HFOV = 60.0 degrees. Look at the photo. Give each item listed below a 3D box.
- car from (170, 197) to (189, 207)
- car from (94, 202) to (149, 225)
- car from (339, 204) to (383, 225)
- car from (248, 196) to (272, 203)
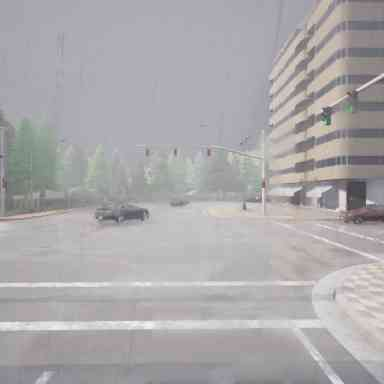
[{"bbox_3d":[-1.834,1.491,51.339,2.128,1.511,4.902,0,0,17],"label":"car"},{"bbox_3d":[-5.120,1.521,24.845,2.128,1.511,4.902,0,0,27],"label":"car"},{"bbox_3d":[13.172,1.581,24.090,4.674,1.442,1.812,0,0,-1],"label":"car"},{"bbox_3d":[14.216,1.526,67.838,4.674,1.442,1.812,0,0,-34],"label":"car"}]
